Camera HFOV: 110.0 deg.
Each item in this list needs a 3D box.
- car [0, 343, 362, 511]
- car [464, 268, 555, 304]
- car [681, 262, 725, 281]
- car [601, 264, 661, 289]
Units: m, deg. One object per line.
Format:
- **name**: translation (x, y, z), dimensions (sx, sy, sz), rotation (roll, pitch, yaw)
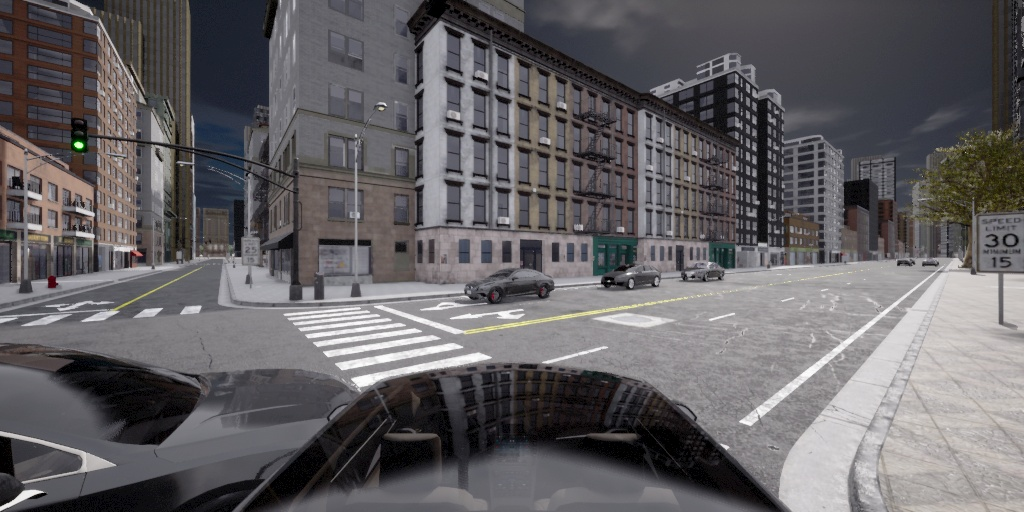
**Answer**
- **car**: translation (-3.219, 1.257, 1.799), dimensions (4.892, 1.490, 1.837), rotation (0, 0, -34)
- **car**: translation (-0.011, 1.287, 16.765), dimensions (4.674, 1.442, 1.812), rotation (0, 0, -39)
- **car**: translation (15.710, 1.236, 29.435), dimensions (4.902, 1.511, 2.128), rotation (0, 0, -39)
- **car**: translation (7.690, 1.259, 22.977), dimensions (4.892, 1.490, 1.837), rotation (0, 0, -39)
